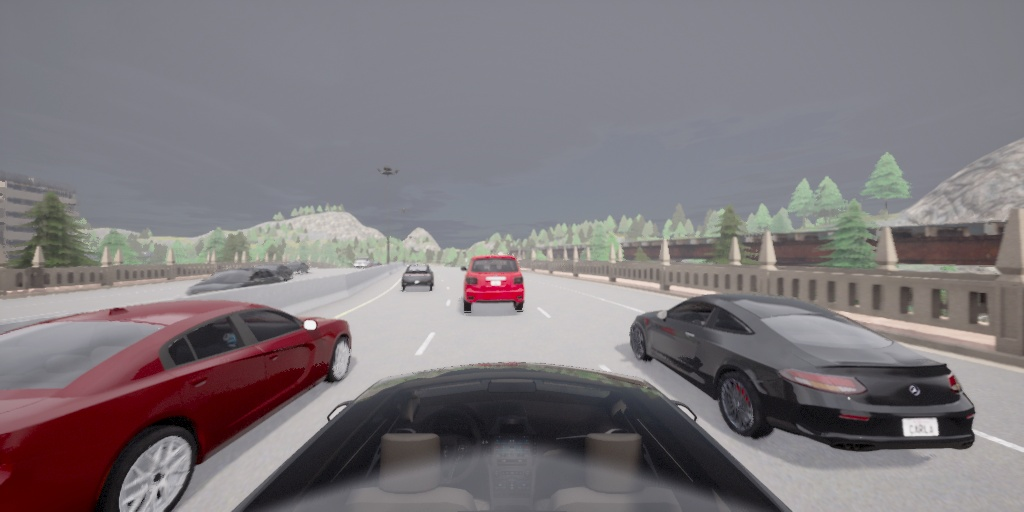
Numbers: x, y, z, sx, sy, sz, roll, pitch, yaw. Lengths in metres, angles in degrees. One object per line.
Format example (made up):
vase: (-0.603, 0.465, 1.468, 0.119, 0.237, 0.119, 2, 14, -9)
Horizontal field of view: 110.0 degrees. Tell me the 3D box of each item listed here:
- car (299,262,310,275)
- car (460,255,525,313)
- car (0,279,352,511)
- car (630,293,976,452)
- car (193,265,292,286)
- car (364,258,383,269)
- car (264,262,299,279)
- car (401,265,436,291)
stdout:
car: (-24.921, 1.401, 41.348, 1.837, 1.490, 4.892, 0, 0, -14)
car: (-0.861, 0.988, 14.440, 2.150, 2.045, 5.566, 0, 0, -7)
car: (-3.592, 1.237, 4.072, 1.882, 1.535, 5.008, 0, 0, -1)
car: (3.344, 1.274, 5.311, 1.812, 1.442, 4.674, 0, 0, -2)
car: (-11.839, 1.307, 15.671, 1.837, 1.490, 4.892, 0, 0, -10)
car: (-21.234, 1.464, 55.711, 1.994, 1.385, 4.181, 0, 0, -13)
car: (-17.547, 1.322, 26.048, 1.882, 1.535, 5.008, 0, 0, -14)
car: (-5.869, 1.284, 22.665, 2.128, 1.511, 4.902, 0, 0, -12)
